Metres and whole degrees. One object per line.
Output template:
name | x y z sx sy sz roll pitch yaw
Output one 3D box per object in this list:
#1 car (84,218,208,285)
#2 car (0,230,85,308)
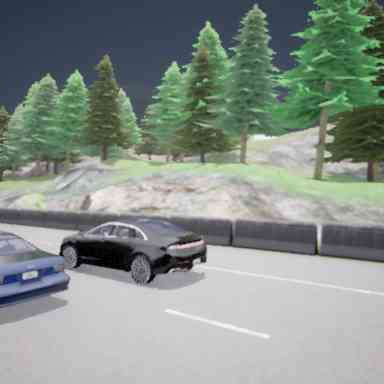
car | -1.858 1.522 9.616 4.902 1.511 2.128 0 0 36
car | -5.020 1.584 7.572 5.357 1.411 2.033 0 0 36
